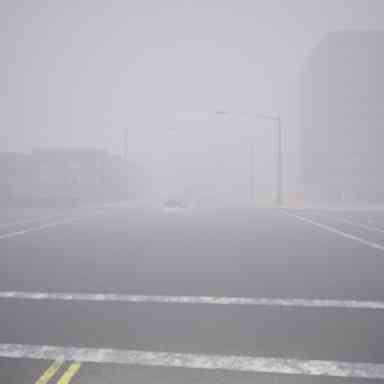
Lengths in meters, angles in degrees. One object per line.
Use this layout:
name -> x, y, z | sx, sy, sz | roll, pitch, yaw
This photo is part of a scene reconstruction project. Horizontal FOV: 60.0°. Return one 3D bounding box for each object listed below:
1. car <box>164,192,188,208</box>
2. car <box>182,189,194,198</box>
car -> -1.885, 1.003, 36.542 | 1.994, 1.385, 4.181 | 0, 2, 3
car -> -0.707, 0.185, 62.239 | 2.097, 1.767, 4.553 | 0, 1, 3
